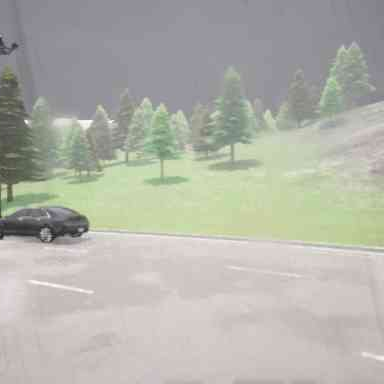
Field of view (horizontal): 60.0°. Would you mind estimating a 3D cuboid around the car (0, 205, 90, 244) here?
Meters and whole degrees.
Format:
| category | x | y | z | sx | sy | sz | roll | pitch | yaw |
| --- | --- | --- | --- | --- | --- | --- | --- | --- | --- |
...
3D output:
| category | x | y | z | sx | sy | sz | roll | pitch | yaw |
| --- | --- | --- | --- | --- | --- | --- | --- | --- | --- |
| car | -6.942 | 1.372 | 15.001 | 4.892 | 1.490 | 1.837 | 0 | 0 | 22 |
